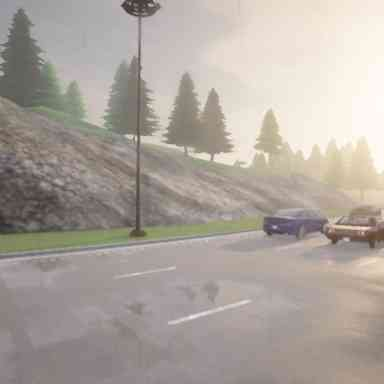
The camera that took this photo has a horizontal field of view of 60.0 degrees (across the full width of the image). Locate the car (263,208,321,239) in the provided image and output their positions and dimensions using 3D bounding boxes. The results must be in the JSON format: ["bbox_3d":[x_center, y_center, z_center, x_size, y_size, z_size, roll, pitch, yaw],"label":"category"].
[{"bbox_3d":[5.864,1.630,18.463,1.882,1.535,5.008,0,0,44],"label":"car"}]

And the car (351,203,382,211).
[{"bbox_3d":[15.638,1.798,29.789,1.837,1.490,4.892,0,0,40],"label":"car"}]

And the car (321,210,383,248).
[{"bbox_3d":[8.118,1.753,15.744,1.895,1.301,4.718,0,0,44],"label":"car"}]
